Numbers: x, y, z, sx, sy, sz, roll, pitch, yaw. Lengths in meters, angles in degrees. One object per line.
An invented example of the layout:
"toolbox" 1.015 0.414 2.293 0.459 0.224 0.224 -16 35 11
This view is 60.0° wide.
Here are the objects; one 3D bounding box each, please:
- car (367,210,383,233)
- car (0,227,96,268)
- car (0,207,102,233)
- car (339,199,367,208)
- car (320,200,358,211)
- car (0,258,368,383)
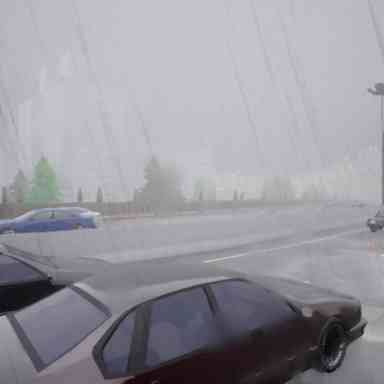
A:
"car" 11.906 1.672 19.297 4.718 1.301 1.895 0 0 -45
"car" -3.679 1.577 5.524 5.357 1.411 2.033 0 0 -36
"car" -7.284 1.562 16.236 5.008 1.535 1.882 0 0 -39
"car" 21.841 1.696 44.421 4.892 1.490 1.837 0 0 -45
"car" 13.532 1.699 31.106 1.994 1.385 4.181 0 0 45
"car" -0.081 1.565 3.861 5.357 1.411 2.033 0 0 -37
